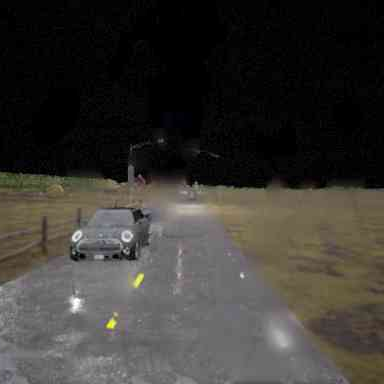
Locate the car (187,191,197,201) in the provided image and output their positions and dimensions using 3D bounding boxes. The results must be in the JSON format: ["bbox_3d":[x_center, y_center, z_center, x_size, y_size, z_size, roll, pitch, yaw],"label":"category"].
[{"bbox_3d":[0.013,1.005,67.968,2.128,1.511,4.902,0,1,0],"label":"car"}]

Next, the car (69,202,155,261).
[{"bbox_3d":[-2.798,1.362,12.284,2.097,1.767,4.553,0,0,0],"label":"car"}]

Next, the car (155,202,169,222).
[{"bbox_3d":[-2.799,1.490,25.330,1.994,1.385,4.181,0,1,0],"label":"car"}]
